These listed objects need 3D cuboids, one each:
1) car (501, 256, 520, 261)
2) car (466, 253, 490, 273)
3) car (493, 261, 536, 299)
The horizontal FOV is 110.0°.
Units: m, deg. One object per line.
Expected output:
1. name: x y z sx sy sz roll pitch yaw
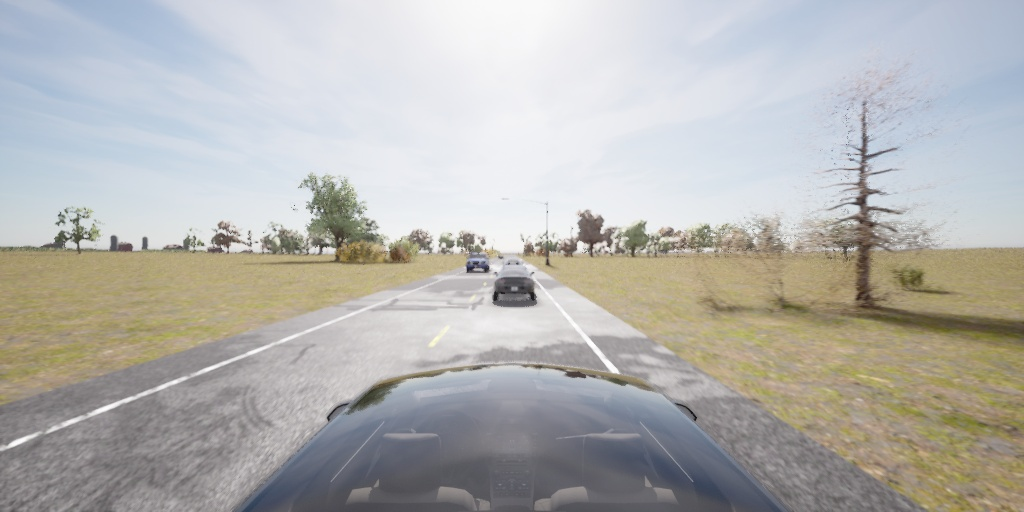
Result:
1. car: 0.098 0.970 34.856 1.837 1.490 4.892 0 1 0
2. car: -3.569 0.660 38.220 2.150 2.045 5.566 0 0 0
3. car: 0.099 1.147 16.819 1.812 1.442 4.674 0 0 0
